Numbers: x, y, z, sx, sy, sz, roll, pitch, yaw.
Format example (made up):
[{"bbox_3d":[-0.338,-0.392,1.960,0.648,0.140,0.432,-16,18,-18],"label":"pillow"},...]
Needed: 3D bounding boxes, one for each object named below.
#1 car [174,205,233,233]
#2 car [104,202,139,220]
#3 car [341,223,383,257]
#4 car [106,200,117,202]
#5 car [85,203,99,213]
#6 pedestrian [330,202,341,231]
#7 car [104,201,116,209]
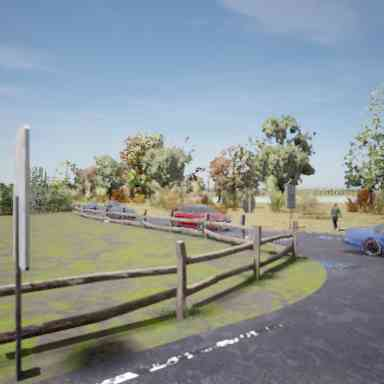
[{"bbox_3d":[0.696,1.671,22.364,2.097,1.767,4.553,0,-1,-35],"label":"car"},{"bbox_3d":[-7.254,2.063,34.140,2.033,1.411,5.357,0,-1,-32],"label":"car"},{"bbox_3d":[8.137,1.686,11.659,2.033,1.411,5.357,0,-1,-35],"label":"car"},{"bbox_3d":[-12.609,2.117,52.831,2.097,1.767,4.553,0,-1,-17],"label":"car"},{"bbox_3d":[-14.846,2.288,49.573,2.033,1.411,5.357,0,-1,-18],"label":"car"},{"bbox_3d":[8.993,1.523,20.868,0.375,1.860,0.375,-1,1,-35],"label":"pedestrian"},{"bbox_3d":[-15.511,2.422,62.640,1.812,1.442,4.674,0,-1,-18],"label":"car"}]
